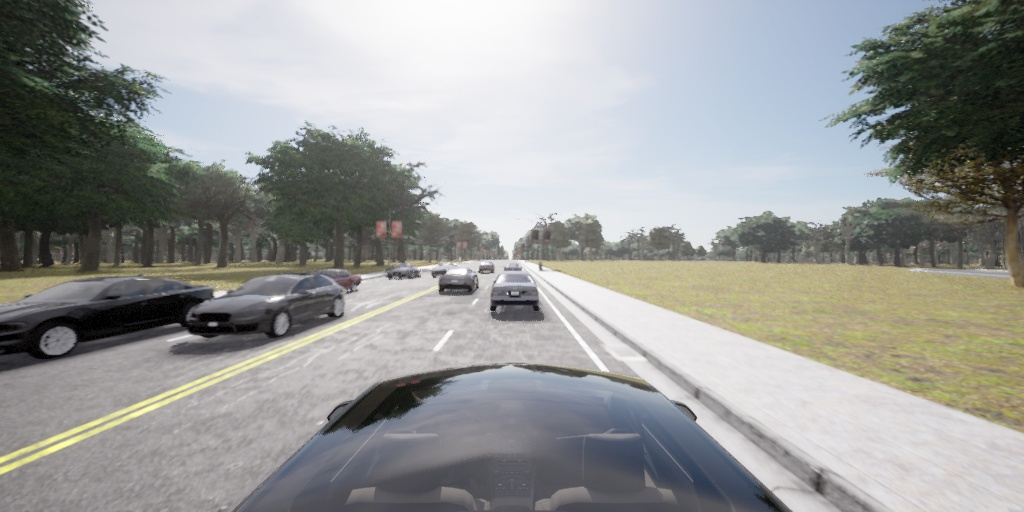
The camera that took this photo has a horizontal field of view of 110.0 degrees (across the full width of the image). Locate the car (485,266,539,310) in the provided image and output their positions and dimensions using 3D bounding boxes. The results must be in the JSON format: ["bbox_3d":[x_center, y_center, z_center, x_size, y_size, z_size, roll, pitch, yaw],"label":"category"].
[{"bbox_3d":[0.099,1.318,14.769,2.033,1.411,5.357,0,0,0],"label":"car"}]

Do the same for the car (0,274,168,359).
[{"bbox_3d":[-9.835,1.239,8.673,1.882,1.535,5.008,0,0,0],"label":"car"}]

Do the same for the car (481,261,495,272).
[{"bbox_3d":[-3.156,1.352,45.384,2.033,1.411,5.357,0,0,0],"label":"car"}]

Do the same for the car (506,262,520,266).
[{"bbox_3d":[0.098,1.342,35.803,2.033,1.411,5.357,0,0,0],"label":"car"}]

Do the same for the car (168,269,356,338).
[{"bbox_3d":[-6.579,1.270,10.328,1.837,1.490,4.892,0,0,0],"label":"car"}]

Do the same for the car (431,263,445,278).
[{"bbox_3d":[-6.525,1.342,35.130,2.033,1.411,5.357,0,0,0],"label":"car"}]

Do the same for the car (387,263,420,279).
[{"bbox_3d":[-9.802,1.356,32.616,1.994,1.385,4.181,0,0,1],"label":"car"}]

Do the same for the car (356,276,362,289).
[{"bbox_3d":[-9.813,1.377,18.954,1.895,1.301,4.718,0,0,0],"label":"car"}]

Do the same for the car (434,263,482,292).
[{"bbox_3d":[-3.151,1.344,21.744,1.994,1.385,4.181,0,0,0],"label":"car"}]
